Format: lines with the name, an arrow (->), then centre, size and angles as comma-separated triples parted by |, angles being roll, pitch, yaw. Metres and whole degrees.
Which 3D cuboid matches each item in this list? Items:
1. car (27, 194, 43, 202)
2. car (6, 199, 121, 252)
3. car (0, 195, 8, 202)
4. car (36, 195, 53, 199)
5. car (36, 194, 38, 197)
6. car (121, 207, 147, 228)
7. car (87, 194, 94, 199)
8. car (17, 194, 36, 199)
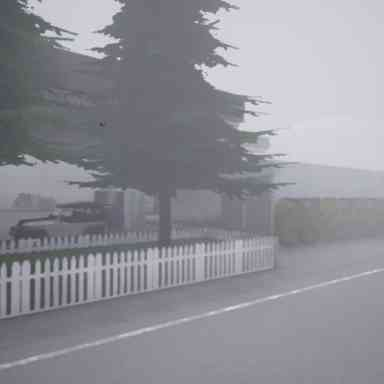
car -> -34.362, 1.310, 72.786 | 2.152, 1.636, 5.027 | 1, 0, -36
car -> -5.240, 1.353, 13.679 | 3.866, 1.878, 1.905 | 1, 0, -36
car -> -39.356, 1.316, 68.742 | 1.970, 1.475, 3.806 | 1, 0, -36
car -> -21.626, 1.487, 50.064 | 1.970, 1.475, 3.806 | 1, 0, -36
car -> -26.652, 1.221, 56.893 | 1.932, 1.855, 4.605 | 1, 0, -36
car -> -5.075, 1.568, 20.808 | 4.611, 1.667, 2.242 | 1, 0, -36
car -> -24.027, 1.378, 80.327 | 1.905, 1.878, 3.866 | 1, 0, -36
car -> -24.669, 1.165, 48.600 | 1.905, 1.878, 3.866 | 1, 0, -36
